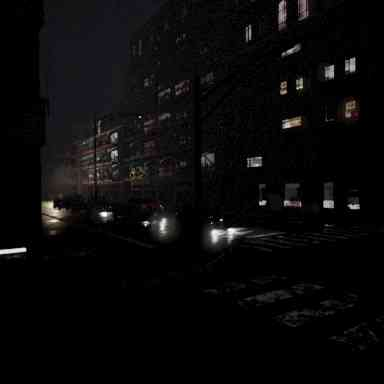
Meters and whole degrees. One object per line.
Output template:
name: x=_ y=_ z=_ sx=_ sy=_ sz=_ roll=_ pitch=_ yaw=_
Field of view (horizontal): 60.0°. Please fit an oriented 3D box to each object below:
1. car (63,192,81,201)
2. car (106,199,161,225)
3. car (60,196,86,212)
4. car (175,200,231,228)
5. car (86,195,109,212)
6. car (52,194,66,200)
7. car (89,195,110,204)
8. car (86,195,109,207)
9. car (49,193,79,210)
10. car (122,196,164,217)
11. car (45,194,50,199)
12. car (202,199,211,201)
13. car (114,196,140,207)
car: x=-25.015 y=0.936 z=69.248 sx=2.192 sy=1.841 sz=5.009 roll=-1 pitch=1 yaw=-35
car: x=-4.343 y=1.510 z=24.224 sx=1.887 sy=1.381 sz=4.507 roll=-1 pitch=1 yaw=-35
car: x=-12.579 y=1.449 z=36.414 sx=2.008 sy=1.369 sz=4.403 roll=-1 pitch=1 yaw=-35
car: x=0.649 y=1.508 z=21.767 sx=1.994 sy=1.385 sz=4.181 roll=-1 pitch=1 yaw=-34
car: x=-9.845 y=1.426 z=37.017 sx=1.994 sy=1.385 sz=4.181 roll=-1 pitch=1 yaw=-35
car: x=-31.458 y=1.125 z=78.611 sx=2.008 sy=1.369 sz=4.403 roll=-1 pitch=1 yaw=-35
car: x=-15.442 y=1.218 z=55.348 sx=1.752 sy=1.417 sz=4.829 roll=-1 pitch=1 yaw=-35
car: x=-13.794 y=1.268 z=48.293 sx=1.837 sy=1.490 sz=4.892 roll=-1 pitch=1 yaw=-34
car: x=-15.802 y=1.313 z=41.094 sx=1.967 sy=1.590 sz=4.097 roll=-1 pitch=1 yaw=-35
car: x=-4.248 y=1.258 z=28.872 sx=2.097 sy=1.767 sz=4.553 roll=-1 pitch=1 yaw=-35
car: x=-34.777 y=1.076 z=83.431 sx=1.752 sy=1.417 sz=4.829 roll=-1 pitch=1 yaw=-35
car: x=0.849 y=1.360 z=31.868 sx=1.887 sy=1.381 sz=4.507 roll=-1 pitch=1 yaw=-35
car: x=-8.998 y=1.267 z=45.987 sx=1.752 sy=1.417 sz=4.829 roll=-1 pitch=1 yaw=-35
